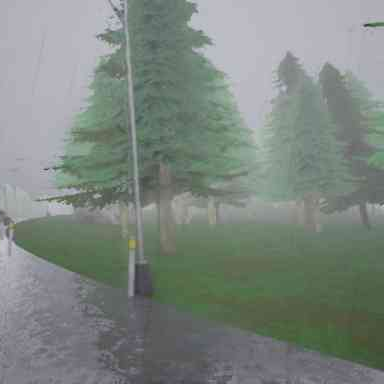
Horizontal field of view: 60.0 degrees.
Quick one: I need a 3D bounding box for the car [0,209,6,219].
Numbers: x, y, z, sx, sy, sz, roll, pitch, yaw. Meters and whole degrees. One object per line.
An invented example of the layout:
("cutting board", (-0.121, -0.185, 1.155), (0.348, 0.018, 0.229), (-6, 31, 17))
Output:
("car", (-21.948, 2.394, 36.314), (2.128, 1.511, 4.902), (-4, -1, -10))
